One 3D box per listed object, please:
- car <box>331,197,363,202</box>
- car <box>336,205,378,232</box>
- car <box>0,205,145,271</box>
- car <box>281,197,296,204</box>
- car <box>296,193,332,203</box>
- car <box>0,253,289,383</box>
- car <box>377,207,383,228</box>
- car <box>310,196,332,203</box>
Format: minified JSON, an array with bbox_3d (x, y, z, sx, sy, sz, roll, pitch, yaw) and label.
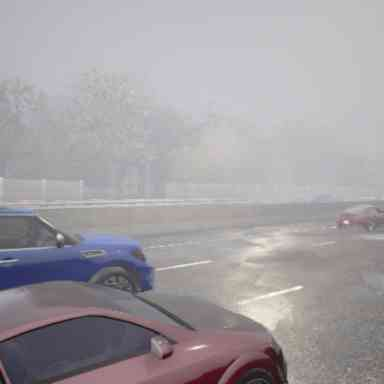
[{"bbox_3d":[18.703,1.513,38.796,4.674,1.442,1.812,0,0,-35],"label":"car"},{"bbox_3d":[10.422,1.510,19.775,4.674,1.442,1.812,0,0,-35],"label":"car"},{"bbox_3d":[-3.378,1.221,5.637,5.566,2.045,2.150,0,0,-35],"label":"car"},{"bbox_3d":[15.279,1.494,49.225,4.892,1.490,1.837,0,0,-35],"label":"car"},{"bbox_3d":[17.555,1.213,46.549,5.566,2.045,2.150,0,0,-35],"label":"car"},{"bbox_3d":[-1.058,1.563,2.992,4.181,1.385,1.994,0,0,-35],"label":"car"},{"bbox_3d":[11.456,1.477,16.208,4.902,1.511,2.128,0,0,-36],"label":"car"},{"bbox_3d":[17.922,1.536,42.526,5.357,1.411,2.033,0,0,-35],"label":"car"}]
